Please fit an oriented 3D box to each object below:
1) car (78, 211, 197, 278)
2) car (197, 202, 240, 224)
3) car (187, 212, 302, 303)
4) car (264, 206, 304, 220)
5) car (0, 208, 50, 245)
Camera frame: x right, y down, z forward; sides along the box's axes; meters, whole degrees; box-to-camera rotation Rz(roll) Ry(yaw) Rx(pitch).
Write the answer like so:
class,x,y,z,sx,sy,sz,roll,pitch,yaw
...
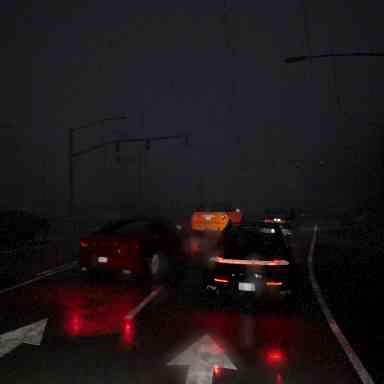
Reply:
class,x,y,z,sx,sy,sz,roll,pitch,yaw
car,-1.489,1.478,10.393,1.882,1.535,5.008,0,0,15
car,1.568,1.352,18.892,2.097,1.767,4.553,0,0,20
car,1.548,1.492,8.347,2.128,1.511,4.902,0,0,13
car,4.617,1.505,17.228,1.837,1.490,4.892,0,0,21
car,-8.077,1.477,13.569,1.882,1.535,5.008,0,0,18
